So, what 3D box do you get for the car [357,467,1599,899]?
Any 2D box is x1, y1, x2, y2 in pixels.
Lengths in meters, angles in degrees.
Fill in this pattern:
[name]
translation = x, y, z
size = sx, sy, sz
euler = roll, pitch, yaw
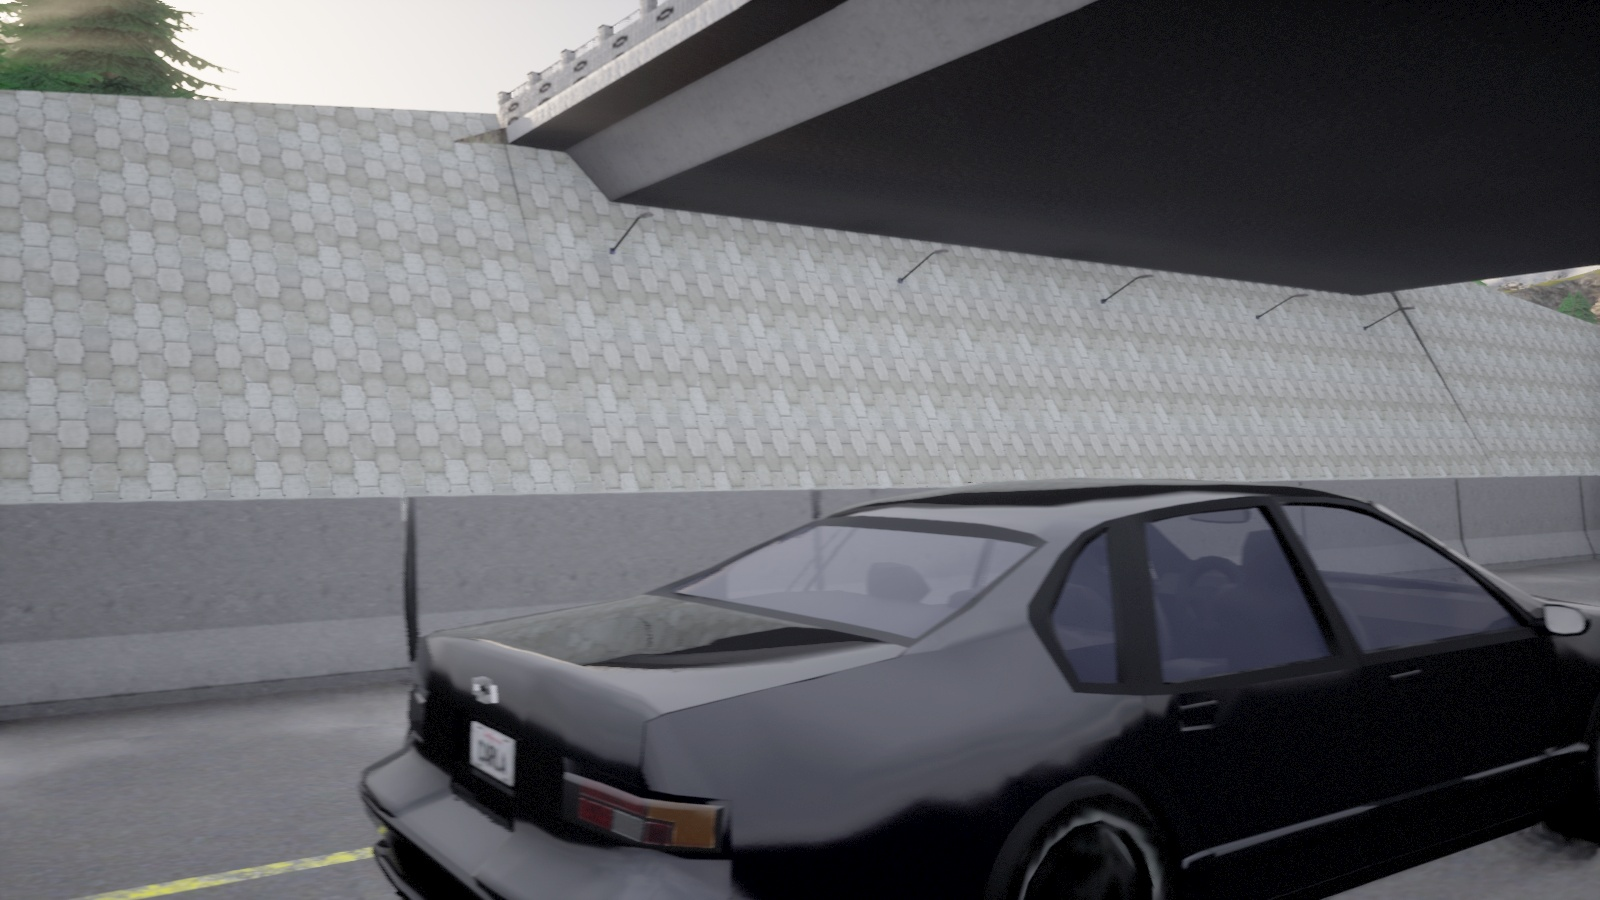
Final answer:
[car]
translation = 1.394, 0.801, 4.629
size = 5.357, 1.411, 2.033
euler = 0, 0, -35
